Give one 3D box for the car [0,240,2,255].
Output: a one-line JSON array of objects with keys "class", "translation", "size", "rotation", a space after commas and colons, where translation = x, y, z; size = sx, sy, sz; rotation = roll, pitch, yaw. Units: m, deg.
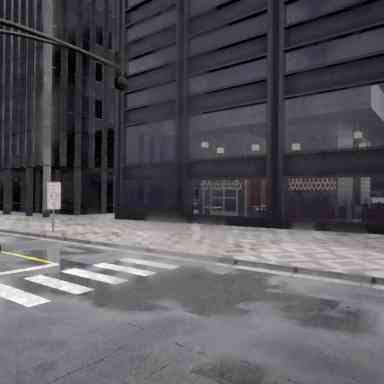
[{"class": "car", "translation": [-8.938, 1.708, 12.504], "size": [4.674, 1.442, 1.812], "rotation": [-1, -1, 38]}]
